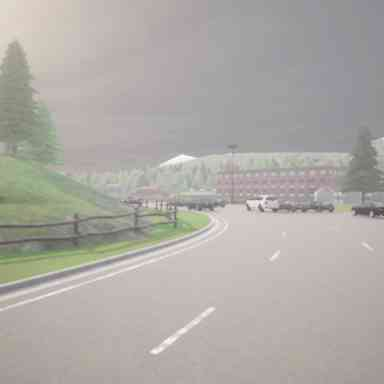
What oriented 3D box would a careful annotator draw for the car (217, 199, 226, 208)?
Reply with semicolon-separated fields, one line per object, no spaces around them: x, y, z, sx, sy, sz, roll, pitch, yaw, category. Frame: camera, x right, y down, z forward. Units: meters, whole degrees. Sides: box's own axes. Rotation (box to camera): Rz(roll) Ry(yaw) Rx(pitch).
3.506;1.777;53.579;1.812;1.442;4.674;1;0;-36;car

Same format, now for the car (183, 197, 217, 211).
0.995;1.540;43.712;2.097;1.767;4.553;1;0;-25;car

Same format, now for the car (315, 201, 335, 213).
16.347;1.843;42.739;1.812;1.442;4.674;1;0;-15;car

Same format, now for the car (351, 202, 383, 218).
18.138;1.773;33.669;1.882;1.535;5.008;1;0;-5;car

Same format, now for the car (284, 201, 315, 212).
12.864;1.835;42.690;2.033;1.411;5.357;1;0;-19;car

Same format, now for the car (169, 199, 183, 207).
-1.963;1.774;55.014;1.994;1.385;4.181;1;0;-39;car

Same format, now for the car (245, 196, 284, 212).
8.900;1.476;42.558;2.150;2.045;5.566;1;0;-18;car

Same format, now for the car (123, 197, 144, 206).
-10.531;1.632;59.447;1.882;1.535;5.008;1;0;-44;car
